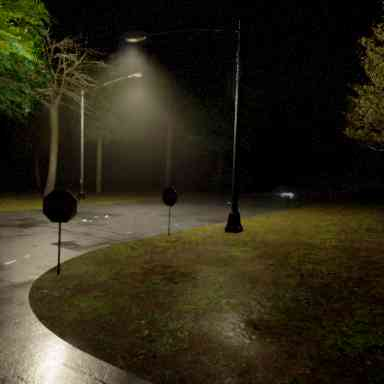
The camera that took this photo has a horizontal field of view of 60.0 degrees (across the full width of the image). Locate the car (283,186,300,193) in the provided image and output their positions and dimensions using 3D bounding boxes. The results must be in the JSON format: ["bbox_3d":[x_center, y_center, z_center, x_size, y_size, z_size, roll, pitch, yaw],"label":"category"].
[{"bbox_3d":[18.301,-0.519,61.314,1.895,1.301,4.718,4,4,35],"label":"car"}]

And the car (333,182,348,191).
[{"bbox_3d":[33.096,-1.160,74.900,2.097,1.767,4.553,4,4,30],"label":"car"}]
